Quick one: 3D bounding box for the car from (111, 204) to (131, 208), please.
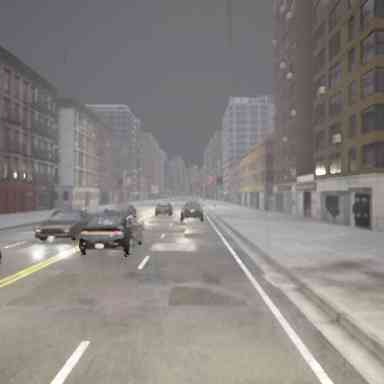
[{"bbox_3d":[-6.494,1.930,26.859,1.895,1.301,4.718,0,-1,0],"label":"car"}]

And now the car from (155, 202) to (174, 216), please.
[{"bbox_3d":[-3.143,1.936,38.338,2.128,1.511,4.902,0,-1,0],"label":"car"}]

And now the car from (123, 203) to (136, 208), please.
[{"bbox_3d":[-6.521,1.838,31.701,1.882,1.535,5.008,0,-1,0],"label":"car"}]

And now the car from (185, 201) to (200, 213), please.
[{"bbox_3d":[0.055,2.002,45.264,1.882,1.535,5.008,0,0,1],"label":"car"}]

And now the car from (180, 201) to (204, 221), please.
[{"bbox_3d":[0.014,1.713,31.073,2.097,1.767,4.553,0,-1,0],"label":"car"}]

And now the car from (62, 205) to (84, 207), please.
[{"bbox_3d":[-9.747,1.812,26.866,2.128,1.511,4.902,0,-1,0],"label":"car"}]

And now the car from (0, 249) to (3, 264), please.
[{"bbox_3d":[-6.591,1.659,8.133,1.994,1.385,4.181,0,-1,0],"label":"car"}]

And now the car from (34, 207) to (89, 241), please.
[{"bbox_3d":[-6.579,1.759,18.214,2.033,1.411,5.357,0,-1,0],"label":"car"}]

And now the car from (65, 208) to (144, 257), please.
[{"bbox_3d":[-3.146,1.651,13.747,2.128,1.511,4.902,0,-1,0],"label":"car"}]
